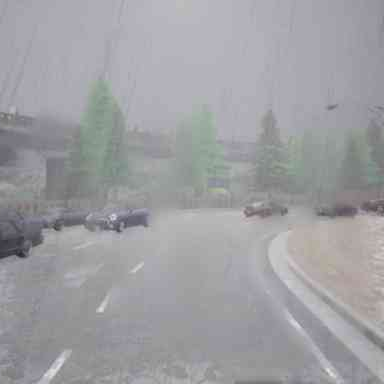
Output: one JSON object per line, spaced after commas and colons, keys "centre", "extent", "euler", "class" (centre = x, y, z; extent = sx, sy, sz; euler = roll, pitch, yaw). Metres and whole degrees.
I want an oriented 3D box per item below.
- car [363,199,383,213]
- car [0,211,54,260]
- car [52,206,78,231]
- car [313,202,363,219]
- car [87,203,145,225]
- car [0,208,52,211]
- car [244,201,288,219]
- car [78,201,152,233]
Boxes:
{"centre": [20.846, 1.500, 36.029], "extent": [4.892, 1.490, 1.837], "euler": [0, 0, -11], "class": "car"}
{"centre": [-6.661, 1.546, 10.175], "extent": [2.033, 1.411, 5.357], "euler": [0, 0, 6], "class": "car"}
{"centre": [-7.978, 1.561, 20.538], "extent": [1.994, 1.385, 4.181], "euler": [0, 0, 21], "class": "car"}
{"centre": [12.669, 1.560, 29.381], "extent": [4.181, 1.385, 1.994], "euler": [0, 0, -31], "class": "car"}
{"centre": [-5.589, 1.560, 24.942], "extent": [1.994, 1.385, 4.181], "euler": [0, 0, 29], "class": "car"}
{"centre": [-9.232, 1.545, 15.380], "extent": [2.033, 1.411, 5.357], "euler": [0, 0, 13], "class": "car"}
{"centre": [6.503, 1.521, 29.178], "extent": [4.674, 1.442, 1.812], "euler": [0, 0, -40], "class": "car"}
{"centre": [-4.265, 1.349, 19.881], "extent": [2.097, 1.767, 4.553], "euler": [0, 0, 22], "class": "car"}
